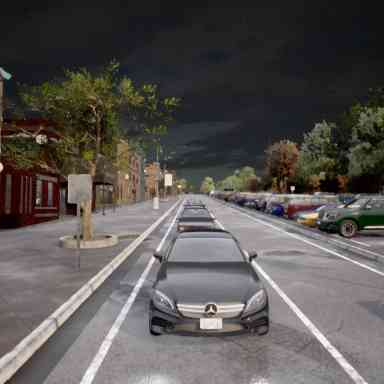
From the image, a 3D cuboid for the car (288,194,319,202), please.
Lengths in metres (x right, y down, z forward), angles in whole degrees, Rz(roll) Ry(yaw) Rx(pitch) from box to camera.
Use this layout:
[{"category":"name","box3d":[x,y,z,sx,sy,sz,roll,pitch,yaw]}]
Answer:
[{"category":"car","box3d":[21.849,1.204,65.188,5.366,1.575,1.946,0,1,0]}]

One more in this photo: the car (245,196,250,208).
[{"category":"car","box3d":[9.128,1.463,39.471,4.674,1.452,2.002,0,0,0]}]

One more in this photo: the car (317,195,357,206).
[{"category":"car","box3d":[22.315,1.329,51.312,5.366,1.575,1.946,0,1,0]}]

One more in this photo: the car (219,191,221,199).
[{"category":"car","box3d":[8.910,0.934,67.502,5.566,2.045,2.435,0,1,0]}]

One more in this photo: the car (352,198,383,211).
[{"category":"car","box3d":[22.234,1.449,40.209,4.792,1.488,2.163,0,0,0]}]

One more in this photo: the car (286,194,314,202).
[{"category":"car","box3d":[22.021,1.184,67.966,4.892,1.521,2.231,0,1,0]}]

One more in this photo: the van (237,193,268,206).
[{"category":"van","box3d":[9.170,1.110,50.685,4.442,1.987,1.878,0,1,0]}]

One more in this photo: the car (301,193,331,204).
[{"category":"car","box3d":[22.103,1.132,59.639,4.553,1.767,2.185,0,1,0]}]

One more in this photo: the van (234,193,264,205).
[{"category":"van","box3d":[9.151,1.085,53.488,4.442,1.987,1.878,0,1,0]}]

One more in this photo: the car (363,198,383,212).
[{"category":"car","box3d":[22.195,1.466,37.426,4.792,1.488,2.163,0,0,0]}]

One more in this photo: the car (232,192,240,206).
[{"category":"car","box3d":[9.045,1.110,47.880,5.566,2.045,2.435,0,1,0]}]

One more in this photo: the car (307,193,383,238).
[{"category":"car","box3d":[9.256,1.220,17.038,5.566,2.045,2.435,0,0,0]}]

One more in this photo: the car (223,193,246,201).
[{"category":"car","box3d":[8.888,1.034,70.306,4.553,1.767,2.185,0,1,0]}]

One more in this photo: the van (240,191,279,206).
[{"category":"van","box3d":[9.208,1.160,45.080,4.442,1.987,1.878,0,0,0]}]

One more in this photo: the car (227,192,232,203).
[{"category":"car","box3d":[9.009,1.287,56.292,4.892,1.521,2.231,0,1,0]}]

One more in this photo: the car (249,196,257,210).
[{"category":"car","box3d":[9.179,1.467,36.663,4.792,1.488,2.163,0,0,0]}]

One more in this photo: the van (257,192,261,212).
[{"category":"van","box3d":[9.285,1.220,33.860,4.442,1.987,1.878,0,0,0]}]

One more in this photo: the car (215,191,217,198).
[{"category":"car","box3d":[8.837,1.059,81.520,5.008,1.535,2.097,0,1,0]}]

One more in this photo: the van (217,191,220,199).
[{"category":"van","box3d":[8.744,0.859,78.714,4.442,1.987,1.878,0,1,0]}]

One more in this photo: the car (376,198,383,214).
[{"category":"car","box3d":[22.428,1.442,34.655,5.366,1.575,1.946,0,0,0]}]

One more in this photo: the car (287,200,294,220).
[{"category":"car","box3d":[9.248,1.505,22.645,4.674,1.452,2.002,0,0,0]}]

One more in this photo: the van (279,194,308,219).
[{"category":"van","box3d":[9.343,1.236,25.448,4.442,1.987,1.878,0,0,0]}]

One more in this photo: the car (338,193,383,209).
[{"category":"car","box3d":[22.158,1.150,42.982,5.566,2.045,2.435,0,0,0]}]

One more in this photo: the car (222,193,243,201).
[{"category":"car","box3d":[8.868,1.009,73.110,4.553,1.767,2.185,0,1,0]}]

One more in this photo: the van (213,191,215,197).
[{"category":"van","box3d":[8.668,0.758,89.927,4.442,1.987,1.878,0,1,0]}]

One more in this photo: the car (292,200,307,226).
[{"category":"car","box3d":[9.080,1.465,19.840,5.366,1.575,1.946,0,0,0]}]

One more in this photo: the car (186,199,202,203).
[{"category":"car","box3d":[0.227,1.440,29.861,2.128,1.511,4.902,0,0,0]}]

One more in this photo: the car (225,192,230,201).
[{"category":"car","box3d":[8.974,1.275,61.899,4.674,1.452,2.002,0,1,0]}]

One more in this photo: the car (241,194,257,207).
[{"category":"car","box3d":[9.117,1.406,42.274,4.892,1.521,2.231,0,0,0]}]

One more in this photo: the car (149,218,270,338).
[{"category":"car","box3d":[0.254,1.523,6.834,1.812,1.442,4.674,0,0,0]}]

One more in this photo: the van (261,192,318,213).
[{"category":"van","box3d":[9.071,1.228,31.057,4.442,1.987,1.878,0,0,0]}]

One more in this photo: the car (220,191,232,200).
[{"category":"car","box3d":[8.929,0.959,64.699,5.566,2.045,2.435,0,1,0]}]

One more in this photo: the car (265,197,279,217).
[{"category":"car","box3d":[9.202,1.458,28.251,5.008,1.535,2.097,0,0,0]}]

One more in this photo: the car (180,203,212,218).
[{"category":"car","box3d":[0.197,1.531,17.413,2.033,1.411,5.357,0,0,0]}]
